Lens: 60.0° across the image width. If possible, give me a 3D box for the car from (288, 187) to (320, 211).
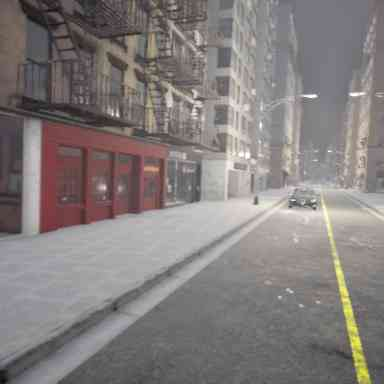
[{"bbox_3d":[8.303,0.435,24.683,1.837,1.490,4.892,4,4,21],"label":"car"}]
